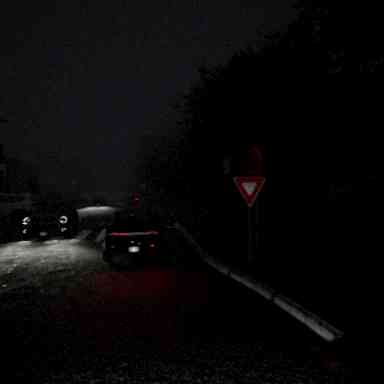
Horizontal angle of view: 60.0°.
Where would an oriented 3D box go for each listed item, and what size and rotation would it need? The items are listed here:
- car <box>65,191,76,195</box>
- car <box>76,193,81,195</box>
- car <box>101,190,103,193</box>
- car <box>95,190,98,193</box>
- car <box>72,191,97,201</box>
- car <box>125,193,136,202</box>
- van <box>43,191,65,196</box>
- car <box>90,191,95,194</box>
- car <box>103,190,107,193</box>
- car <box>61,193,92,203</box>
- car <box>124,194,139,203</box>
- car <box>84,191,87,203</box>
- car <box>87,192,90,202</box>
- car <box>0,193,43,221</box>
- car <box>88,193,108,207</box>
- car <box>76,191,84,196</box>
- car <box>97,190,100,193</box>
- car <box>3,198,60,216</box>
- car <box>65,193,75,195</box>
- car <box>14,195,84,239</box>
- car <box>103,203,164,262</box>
[{"bbox_3d":[-17.006,1.099,40.512,4.553,1.767,2.185,-2,1,-31],"label":"car"},{"bbox_3d":[-17.529,1.234,43.476,4.674,1.452,2.002,-2,1,-31],"label":"car"},{"bbox_3d":[-23.595,0.941,75.949,4.792,1.488,2.163,-2,1,-31],"label":"car"},{"bbox_3d":[-20.691,1.018,61.280,5.366,1.575,1.946,-2,1,-31],"label":"car"},{"bbox_3d":[-22.542,0.831,70.019,4.553,1.767,2.185,-2,1,-31],"label":"car"},{"bbox_3d":[-11.253,0.967,60.884,1.994,1.385,4.181,-1,1,-11],"label":"car"},{"bbox_3d":[-15.958,1.063,34.553,4.442,1.987,1.878,-2,1,-31],"label":"van"},{"bbox_3d":[-19.728,0.827,55.294,5.566,2.045,2.435,-2,1,-31],"label":"car"},{"bbox_3d":[-25.871,0.835,87.723,4.892,1.521,2.231,-2,1,-31],"label":"car"},{"bbox_3d":[-20.270,1.082,58.248,4.792,1.488,2.163,-2,1,-31],"label":"car"},{"bbox_3d":[-8.413,1.064,46.332,1.812,1.442,4.674,-1,1,-11],"label":"car"},{"bbox_3d":[-18.609,1.008,49.386,4.553,1.767,2.185,-2,1,-31],"label":"car"},{"bbox_3d":[-19.168,1.136,52.349,4.792,1.488,2.163,-2,1,-31],"label":"car"},{"bbox_3d":[-13.619,1.157,22.792,5.566,2.045,2.435,-2,1,-31],"label":"car"},{"bbox_3d":[-12.281,1.222,44.301,1.895,1.301,4.718,-1,1,-10],"label":"car"},{"bbox_3d":[-18.056,1.037,46.437,4.553,1.767,2.185,-2,1,-31],"label":"car"},{"bbox_3d":[-21.400,0.751,64.154,5.566,2.045,2.435,-2,1,-31],"label":"car"},{"bbox_3d":[-15.297,1.356,31.672,4.674,1.452,2.002,-2,1,-31],"label":"car"},{"bbox_3d":[-16.406,1.254,37.570,5.008,1.535,2.097,-2,1,-31],"label":"car"},{"bbox_3d":[-7.014,1.258,16.864,2.097,1.767,4.553,-1,1,-12],"label":"car"},{"bbox_3d":[-2.061,1.394,11.933,2.128,1.511,4.902,-1,1,-9],"label":"car"}]
